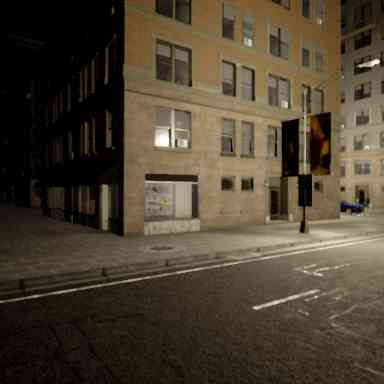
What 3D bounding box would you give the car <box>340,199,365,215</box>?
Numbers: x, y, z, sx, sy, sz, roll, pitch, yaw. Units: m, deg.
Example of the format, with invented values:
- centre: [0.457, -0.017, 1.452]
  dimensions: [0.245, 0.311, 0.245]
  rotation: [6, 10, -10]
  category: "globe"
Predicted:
- centre: [15.064, 1.469, 34.193]
  dimensions: [1.882, 1.535, 5.008]
  rotation: [0, 0, -35]
  category: "car"
